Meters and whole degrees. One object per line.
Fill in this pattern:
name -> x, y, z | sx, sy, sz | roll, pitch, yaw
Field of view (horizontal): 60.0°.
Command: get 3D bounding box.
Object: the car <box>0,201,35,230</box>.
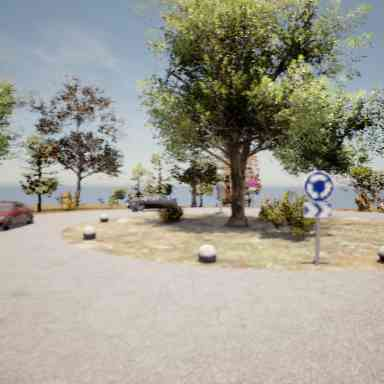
car -> -10.386, 1.230, 18.550 | 1.812, 1.442, 4.674 | 0, 1, -4

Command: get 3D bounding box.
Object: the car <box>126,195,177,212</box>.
car -> -3.753, 1.049, 31.289 | 4.902, 1.511, 2.128 | 0, 1, -28
